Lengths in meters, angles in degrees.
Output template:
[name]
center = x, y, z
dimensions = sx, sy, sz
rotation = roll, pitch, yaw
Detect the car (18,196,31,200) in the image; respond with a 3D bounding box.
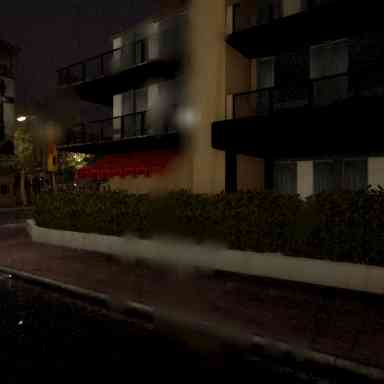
[car]
center = -35.664, 1.481, 67.686
dimensions = 4.892, 1.521, 2.231
rotation = 0, 0, 36
